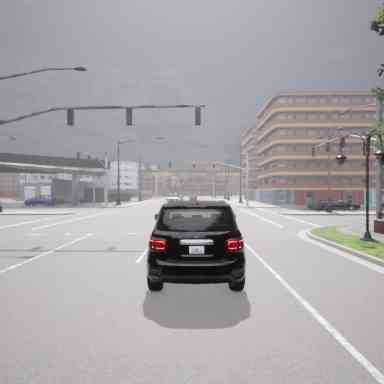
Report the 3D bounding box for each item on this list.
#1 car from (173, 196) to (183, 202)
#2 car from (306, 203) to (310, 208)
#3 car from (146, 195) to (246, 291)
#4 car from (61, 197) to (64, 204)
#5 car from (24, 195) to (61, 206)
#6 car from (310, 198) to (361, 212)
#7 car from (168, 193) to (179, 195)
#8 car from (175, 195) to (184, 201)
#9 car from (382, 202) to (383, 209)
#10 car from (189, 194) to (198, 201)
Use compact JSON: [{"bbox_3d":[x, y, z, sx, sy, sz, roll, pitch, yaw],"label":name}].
[{"bbox_3d":[-3.168,1.540,75.151,2.033,1.411,5.357,0,0,0],"label":"car"},{"bbox_3d":[16.723,1.505,41.148,4.892,1.490,1.837,0,0,1],"label":"car"},{"bbox_3d":[0.095,1.221,9.164,2.150,2.045,5.566,0,0,0],"label":"car"},{"bbox_3d":[-23.974,1.456,56.867,3.806,1.475,1.970,0,0,1],"label":"car"},{"bbox_3d":[-23.263,1.295,51.115,4.611,1.667,2.242,0,0,1],"label":"car"},{"bbox_3d":[16.337,1.601,37.672,4.718,1.301,1.895,0,0,-3],"label":"car"},{"bbox_3d":[-3.066,1.221,54.541,2.150,2.045,5.566,0,0,2],"label":"car"},{"bbox_3d":[-3.244,1.514,85.480,2.128,1.511,4.902,0,0,0],"label":"car"},{"bbox_3d":[25.895,1.352,41.061,4.553,1.767,2.097,0,0,0],"label":"car"},{"bbox_3d":[0.287,1.372,81.202,2.128,1.511,4.902,0,0,0],"label":"car"}]
